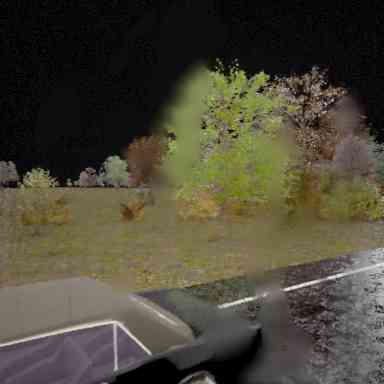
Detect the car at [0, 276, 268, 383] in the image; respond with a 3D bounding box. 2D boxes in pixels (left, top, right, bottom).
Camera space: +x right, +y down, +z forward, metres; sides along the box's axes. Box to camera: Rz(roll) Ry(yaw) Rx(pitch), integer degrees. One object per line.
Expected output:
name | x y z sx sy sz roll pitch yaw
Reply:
car | -1.608 1.593 2.857 4.718 1.301 1.895 0 0 -36
